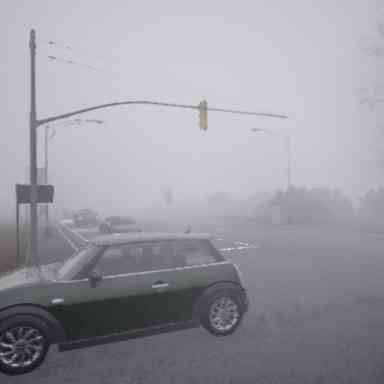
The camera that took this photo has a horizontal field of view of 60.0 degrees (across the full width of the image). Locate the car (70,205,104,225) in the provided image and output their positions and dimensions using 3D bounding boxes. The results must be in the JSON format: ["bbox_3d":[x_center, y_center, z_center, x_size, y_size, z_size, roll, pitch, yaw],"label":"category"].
[{"bbox_3d":[-10.354,2.483,32.609,2.097,1.767,4.553,0,-2,-25],"label":"car"}]

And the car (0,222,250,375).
[{"bbox_3d":[-1.356,1.555,5.881,4.553,1.767,2.097,0,-2,-22],"label":"car"}]

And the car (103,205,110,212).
[{"bbox_3d":[-22.419,4.198,85.160,2.097,1.767,4.553,0,-2,-22],"label":"car"}]

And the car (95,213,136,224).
[{"bbox_3d":[-4.145,2.140,19.278,1.837,1.490,4.892,0,-2,-25],"label":"car"}]

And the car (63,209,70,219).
[{"bbox_3d":[-18.545,3.293,50.440,2.128,1.511,4.902,0,-2,-25],"label":"car"}]
